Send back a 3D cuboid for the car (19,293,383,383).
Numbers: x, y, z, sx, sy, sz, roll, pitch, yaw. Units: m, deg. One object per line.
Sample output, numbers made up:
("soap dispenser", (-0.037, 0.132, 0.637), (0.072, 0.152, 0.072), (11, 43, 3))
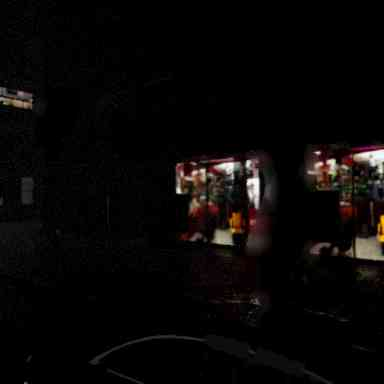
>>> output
("car", (0.346, 1.552, 2.644), (4.403, 1.369, 2.008), (0, -1, 36))
